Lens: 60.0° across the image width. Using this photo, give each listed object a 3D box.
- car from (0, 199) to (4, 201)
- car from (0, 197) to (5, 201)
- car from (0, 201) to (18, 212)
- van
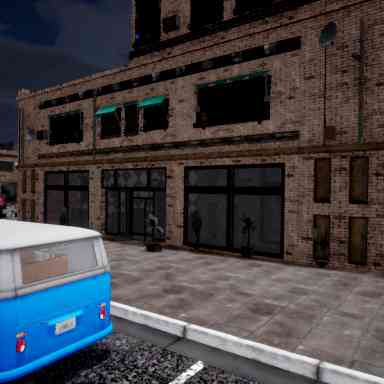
[{"bbox_3d":[-21.783,1.684,33.348,1.994,1.385,4.181,1,0,36],"label":"car"},{"bbox_3d":[-22.873,1.411,36.230,2.192,1.841,5.009,0,0,36],"label":"car"},{"bbox_3d":[-16.121,1.793,31.270,1.947,1.339,4.313,0,0,36],"label":"car"},{"bbox_3d":[-2.995,1.340,4.998,3.998,1.788,1.690,0,1,36],"label":"van"}]
